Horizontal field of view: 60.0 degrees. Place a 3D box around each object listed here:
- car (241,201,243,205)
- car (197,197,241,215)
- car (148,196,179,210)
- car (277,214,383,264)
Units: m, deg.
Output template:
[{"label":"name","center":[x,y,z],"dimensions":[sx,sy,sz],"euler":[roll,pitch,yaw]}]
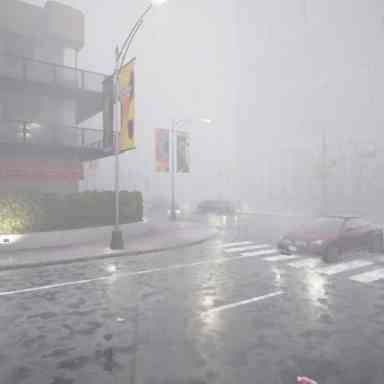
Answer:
[{"label":"car","center":[5.545,1.525,49.586],"dimensions":[1.812,1.442,4.674],"euler":[0,0,-35]},{"label":"car","center":[2.388,1.505,33.814],"dimensions":[1.837,1.490,4.892],"euler":[0,0,-35]},{"label":"car","center":[-3.391,1.564,42.080],"dimensions":[1.994,1.385,4.181],"euler":[0,0,-35]},{"label":"car","center":[5.087,1.525,11.910],"dimensions":[4.674,1.442,1.812],"euler":[0,0,-36]}]
